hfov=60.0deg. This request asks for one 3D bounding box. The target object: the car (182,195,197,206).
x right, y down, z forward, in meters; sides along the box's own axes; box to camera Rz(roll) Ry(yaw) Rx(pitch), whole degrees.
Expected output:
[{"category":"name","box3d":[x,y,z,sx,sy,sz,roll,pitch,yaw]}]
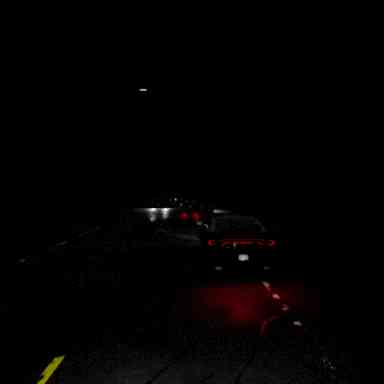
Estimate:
[{"category":"car","box3d":[-0.364,1.132,47.162,1.994,1.385,4.181,0,0,-1]}]

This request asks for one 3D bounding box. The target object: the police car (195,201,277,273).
[{"category":"police car","box3d":[1.203,1.309,10.425,1.930,1.638,5.238,0,1,0]}]

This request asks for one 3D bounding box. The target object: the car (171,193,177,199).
[{"category":"car","box3d":[-4.752,0.976,85.018,2.033,1.411,5.357,0,0,-2]}]

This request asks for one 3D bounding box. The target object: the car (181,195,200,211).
[{"category":"car","box3d":[-0.163,1.149,34.403,2.128,1.511,4.902,0,0,0]}]

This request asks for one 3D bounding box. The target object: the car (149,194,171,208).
[{"category":"car","box3d":[-3.885,1.143,40.082,1.812,1.442,4.674,0,0,-1]}]
